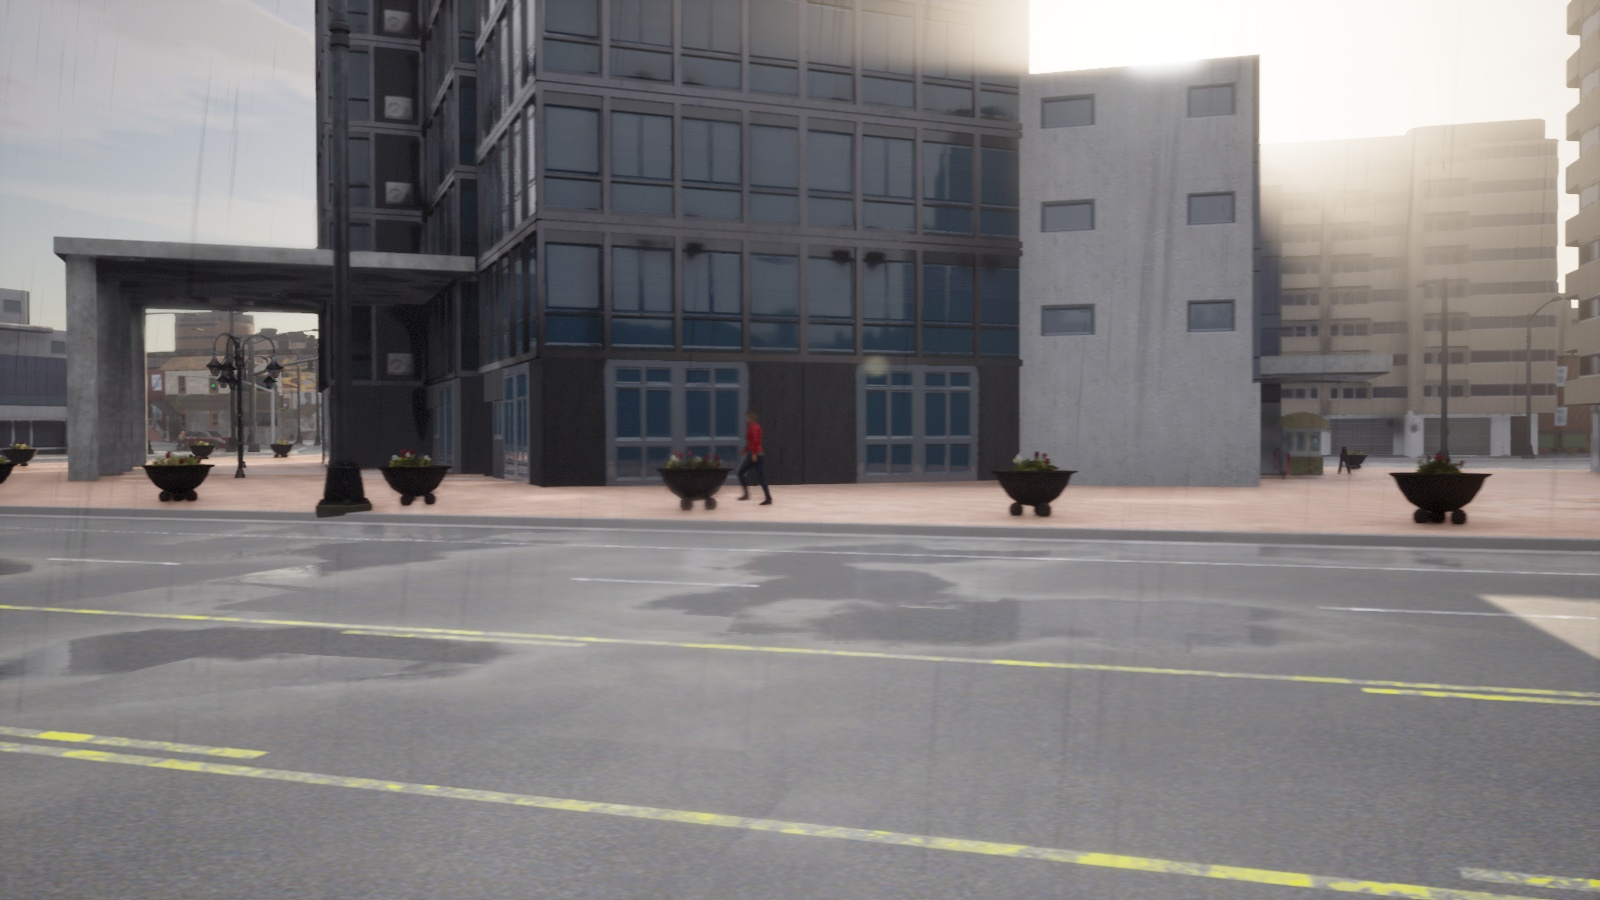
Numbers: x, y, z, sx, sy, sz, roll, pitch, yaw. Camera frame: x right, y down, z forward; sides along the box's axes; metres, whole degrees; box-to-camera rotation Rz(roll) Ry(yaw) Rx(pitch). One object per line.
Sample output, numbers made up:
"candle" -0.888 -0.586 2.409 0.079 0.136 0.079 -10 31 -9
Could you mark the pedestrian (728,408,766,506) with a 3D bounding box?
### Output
"pedestrian" -1.016 0.123 24.019 0.636 1.846 0.331 1 1 18
